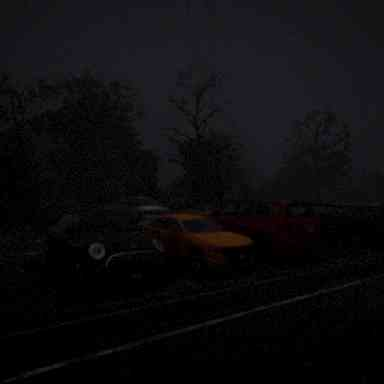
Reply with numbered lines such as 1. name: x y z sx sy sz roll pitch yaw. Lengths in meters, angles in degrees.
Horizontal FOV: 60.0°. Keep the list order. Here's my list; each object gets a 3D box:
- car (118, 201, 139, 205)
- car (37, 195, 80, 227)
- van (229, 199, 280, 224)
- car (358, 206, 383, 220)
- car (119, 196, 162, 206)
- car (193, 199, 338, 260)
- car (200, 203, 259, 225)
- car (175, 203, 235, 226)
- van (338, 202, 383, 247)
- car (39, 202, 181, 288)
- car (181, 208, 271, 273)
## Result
1. car: -5.846 1.537 22.108 2.231 1.521 4.892 1 -1 -36
2. car: -7.987 1.236 20.523 2.435 2.045 5.566 1 -1 -36
3. van: 5.546 1.672 30.189 1.878 1.987 4.442 2 -1 -36
4. car: 24.898 2.786 44.286 2.185 1.767 4.553 3 -2 -35
5. car: -3.570 1.339 23.734 2.435 2.045 5.566 1 -1 -36
6. car: 2.254 1.306 12.871 2.435 2.045 5.566 2 -1 -36
7. car: 3.097 1.808 28.798 1.946 1.575 5.366 2 -1 -36
8. car: 0.938 1.731 27.244 1.946 1.575 5.366 2 -1 -36
9. van: 7.222 1.480 16.565 1.878 1.987 4.442 2 -1 -36
10. car: -2.564 1.323 9.372 2.185 1.767 4.553 1 -1 -36
11. car: -0.096 1.504 11.134 2.097 1.535 5.008 1 -1 -36
